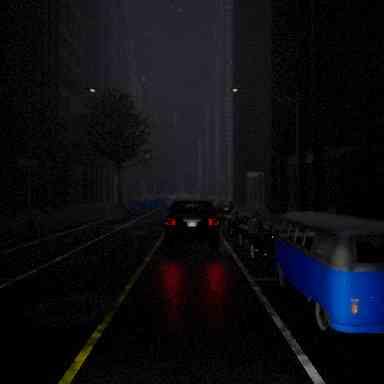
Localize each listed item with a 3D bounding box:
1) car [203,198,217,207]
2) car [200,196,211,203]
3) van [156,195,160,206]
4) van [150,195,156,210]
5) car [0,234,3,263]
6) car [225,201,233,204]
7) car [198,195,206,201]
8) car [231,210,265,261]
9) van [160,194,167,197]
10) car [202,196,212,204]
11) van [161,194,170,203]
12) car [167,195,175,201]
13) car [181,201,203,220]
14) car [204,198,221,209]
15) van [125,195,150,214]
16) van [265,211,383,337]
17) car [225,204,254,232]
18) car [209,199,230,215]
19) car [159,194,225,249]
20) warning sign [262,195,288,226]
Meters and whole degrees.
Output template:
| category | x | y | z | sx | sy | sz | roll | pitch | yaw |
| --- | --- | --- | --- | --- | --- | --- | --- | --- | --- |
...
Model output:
| category | x | y | z | sx | sy | sz | roll | pitch | yaw |
| --- | --- | --- | --- | --- | --- | --- | --- | --- | --- |
| car | 2.763 | 1.583 | 51.367 | 1.947 | 1.339 | 4.313 | 0 | 0 | 0 |
| car | 2.763 | 1.596 | 68.224 | 1.947 | 1.339 | 4.313 | 0 | 0 | 0 |
| van | -5.761 | 1.355 | 45.742 | 1.690 | 1.788 | 3.998 | 0 | 0 | 0 |
| van | -5.761 | 1.352 | 40.123 | 1.690 | 1.788 | 3.998 | 0 | 0 | 0 |
| car | -5.761 | 1.315 | 6.413 | 2.192 | 1.841 | 5.009 | 0 | 0 | 0 |
| car | 2.764 | 1.446 | 28.892 | 1.967 | 1.590 | 4.097 | 0 | 0 | 0 |
| car | 2.763 | 1.603 | 90.699 | 2.008 | 1.369 | 4.403 | 0 | 0 | 0 |
| car | 2.764 | 1.552 | 12.036 | 2.008 | 1.369 | 4.403 | 0 | 0 | 0 |
| van | -5.761 | 1.362 | 56.978 | 1.690 | 1.788 | 3.998 | 0 | 0 | 0 |
| car | 2.763 | 1.551 | 62.775 | 1.752 | 1.417 | 4.829 | 0 | 0 | 0 |
| van | -5.761 | 1.376 | 73.834 | 1.690 | 1.788 | 3.998 | 0 | 0 | 0 |
| car | -5.762 | 1.578 | 90.518 | 1.752 | 1.417 | 4.829 | 0 | 0 | 0 |
| car | 0.000 | 1.540 | 29.650 | 1.812 | 1.442 | 4.674 | 0 | 0 | 0 |
| car | 2.763 | 1.580 | 45.749 | 1.947 | 1.339 | 4.313 | 0 | 0 | 0 |
| van | -5.761 | 1.349 | 34.505 | 1.690 | 1.788 | 3.998 | 0 | 0 | 0 |
| van | 2.764 | 1.341 | 6.417 | 1.690 | 1.788 | 3.998 | 0 | 0 | 0 |
| car | 2.764 | 1.553 | 17.655 | 2.008 | 1.369 | 4.403 | 0 | 0 | 0 |
| car | 2.763 | 1.534 | 34.681 | 1.752 | 1.417 | 4.829 | 0 | 0 | 0 |
| car | 0.000 | 1.261 | 14.680 | 2.150 | 2.045 | 5.566 | 0 | 0 | 0 |
| warning sign | 5.066 | 1.118 | 20.304 | 1.300 | 1.860 | 1.060 | 0 | 0 | 0 |
